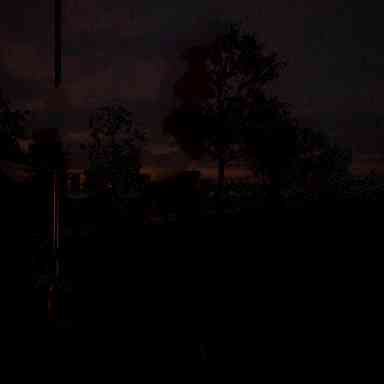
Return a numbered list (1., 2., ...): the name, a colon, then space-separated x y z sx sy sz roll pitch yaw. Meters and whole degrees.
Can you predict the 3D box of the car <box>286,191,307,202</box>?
1. car: 15.439 0.605 49.052 1.882 1.535 5.008 0 1 36
